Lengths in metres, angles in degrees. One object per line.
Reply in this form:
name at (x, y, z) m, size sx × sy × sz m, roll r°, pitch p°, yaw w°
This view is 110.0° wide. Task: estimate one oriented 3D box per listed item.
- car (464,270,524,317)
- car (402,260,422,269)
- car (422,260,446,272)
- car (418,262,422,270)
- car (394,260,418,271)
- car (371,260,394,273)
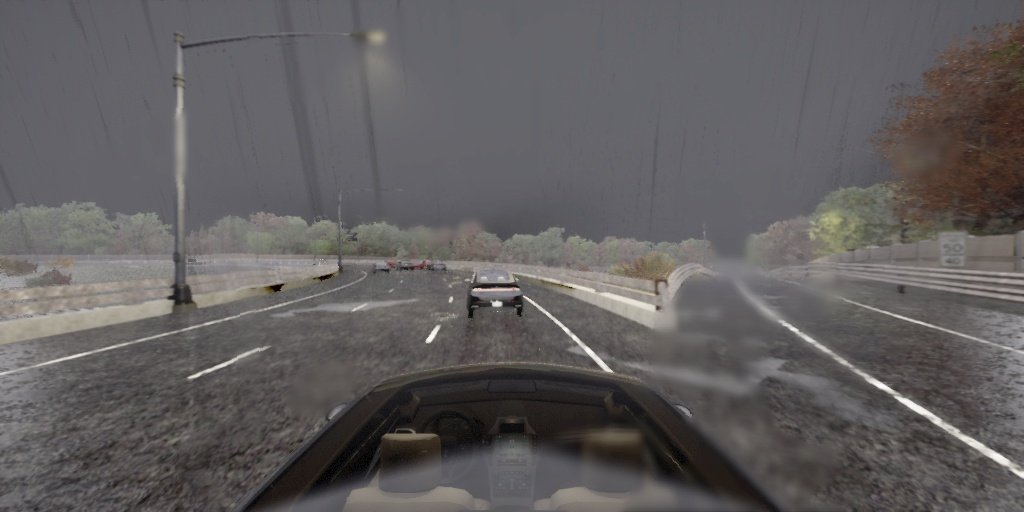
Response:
car at (-0.724, 1.249, 13.275) m, size 2.128 × 1.511 × 4.902 m, roll 0°, pitch 0°, yaw -6°
car at (-17.035, 1.423, 60.985) m, size 1.994 × 1.385 × 4.181 m, roll 0°, pitch 0°, yaw -34°
car at (-10.067, 1.315, 47.604) m, size 2.128 × 1.511 × 4.902 m, roll 0°, pitch 3°, yaw -24°
car at (-12.110, 1.299, 52.122) m, size 1.882 × 1.535 × 5.008 m, roll 0°, pitch -3°, yaw -29°
car at (-14.990, 1.349, 50.083) m, size 1.837 × 1.490 × 4.892 m, roll 0°, pitch 0°, yaw -29°
car at (-16.559, 1.400, 45.155) m, size 2.033 × 1.411 × 5.357 m, roll 0°, pitch 0°, yaw -26°
